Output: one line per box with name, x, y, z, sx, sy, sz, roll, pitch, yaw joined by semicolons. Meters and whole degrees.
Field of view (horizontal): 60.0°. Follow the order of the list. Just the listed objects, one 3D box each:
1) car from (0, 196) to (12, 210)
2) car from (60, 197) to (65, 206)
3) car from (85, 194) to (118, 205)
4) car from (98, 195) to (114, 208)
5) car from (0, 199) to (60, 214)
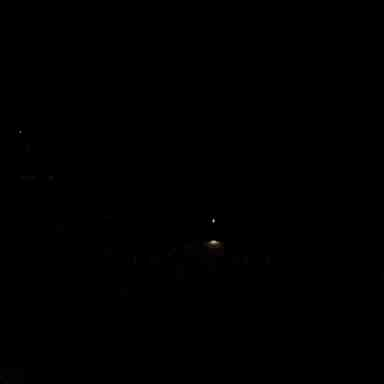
car;-22.385;1.231;35.954;1.752;1.417;4.829;2;2;35
car;-16.251;1.130;44.569;2.008;1.369;4.403;2;2;35
car;-13.235;1.081;48.807;1.947;1.339;4.313;2;2;35
car;-9.002;1.243;40.054;1.802;1.307;4.206;2;2;35
car;-15.240;1.340;31.292;2.008;1.369;4.403;2;2;35
